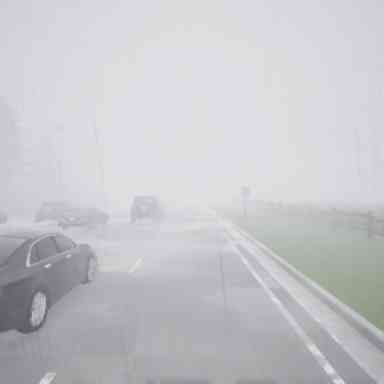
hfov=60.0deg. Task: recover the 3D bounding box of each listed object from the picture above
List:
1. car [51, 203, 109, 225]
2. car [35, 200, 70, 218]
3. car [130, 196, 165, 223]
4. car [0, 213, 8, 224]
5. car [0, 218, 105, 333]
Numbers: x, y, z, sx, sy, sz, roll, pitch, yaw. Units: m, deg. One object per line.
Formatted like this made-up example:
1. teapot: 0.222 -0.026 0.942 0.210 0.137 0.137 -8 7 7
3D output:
1. car: -6.898 1.623 21.637 2.033 1.411 5.357 0 0 0
2. car: -10.402 1.443 26.198 2.097 1.767 4.553 0 0 0
3. car: -3.401 1.313 26.185 2.150 2.045 5.566 0 0 0
4. car: -13.901 1.620 21.025 2.033 1.411 5.357 0 0 0
5. car: -3.400 1.529 6.812 1.837 1.490 4.892 0 0 0
